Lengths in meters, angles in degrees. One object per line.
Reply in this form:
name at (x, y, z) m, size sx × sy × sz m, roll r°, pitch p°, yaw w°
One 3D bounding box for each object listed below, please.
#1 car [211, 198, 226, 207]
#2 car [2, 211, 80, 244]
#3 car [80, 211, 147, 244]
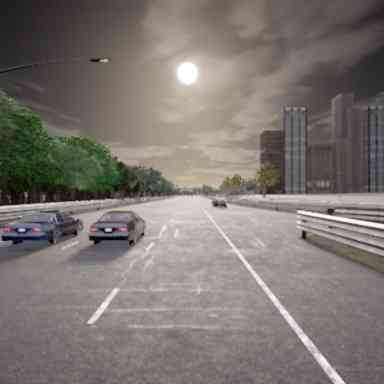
car at (4.560, 1.840, 57.279) m, size 2.163 × 1.488 × 4.792 m, roll 0°, pitch -1°, yaw -5°
car at (-6.921, 1.614, 16.056) m, size 2.033 × 1.411 × 5.357 m, roll 0°, pitch 0°, yaw 0°
car at (-3.421, 1.614, 16.100) m, size 2.033 × 1.411 × 5.357 m, roll 0°, pitch 0°, yaw 0°
